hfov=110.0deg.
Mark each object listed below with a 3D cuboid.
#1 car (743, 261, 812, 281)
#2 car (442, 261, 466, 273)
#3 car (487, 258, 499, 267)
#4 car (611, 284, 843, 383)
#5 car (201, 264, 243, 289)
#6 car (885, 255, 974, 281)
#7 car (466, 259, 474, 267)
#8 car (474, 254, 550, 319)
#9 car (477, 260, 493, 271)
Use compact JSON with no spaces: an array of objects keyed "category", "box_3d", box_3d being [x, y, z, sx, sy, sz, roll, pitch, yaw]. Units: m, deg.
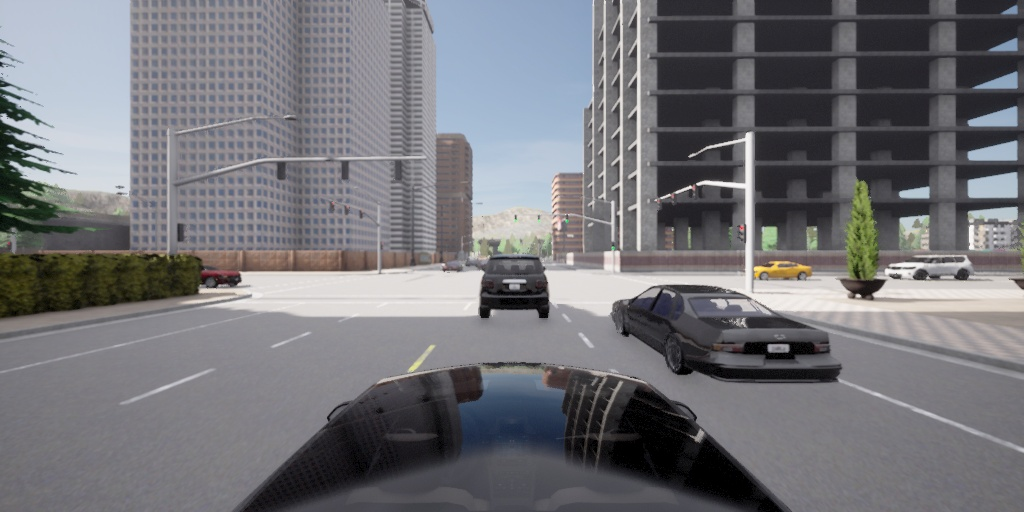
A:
[{"category":"car","box_3d":[21.816,1.209,29.599,5.008,1.535,1.882,0,0,0]},{"category":"car","box_3d":[-7.197,1.283,43.757,1.994,1.385,4.181,0,0,0]},{"category":"car","box_3d":[-3.429,1.208,65.207,1.837,1.490,4.892,0,0,1]},{"category":"car","box_3d":[3.599,1.293,7.356,2.033,1.411,5.357,0,0,0]},{"category":"car","box_3d":[-19.871,1.211,22.666,5.008,1.535,1.882,0,0,1]},{"category":"car","box_3d":[34.289,0.948,29.514,5.566,2.045,2.150,-1,0,0]},{"category":"car","box_3d":[-6.972,1.270,62.492,1.994,1.385,4.181,0,0,1]},{"category":"car","box_3d":[0.070,0.963,12.812,2.150,2.045,5.566,0,0,0]},{"category":"car","box_3d":[-3.719,1.241,50.075,1.812,1.442,4.674,0,0,1]}]
